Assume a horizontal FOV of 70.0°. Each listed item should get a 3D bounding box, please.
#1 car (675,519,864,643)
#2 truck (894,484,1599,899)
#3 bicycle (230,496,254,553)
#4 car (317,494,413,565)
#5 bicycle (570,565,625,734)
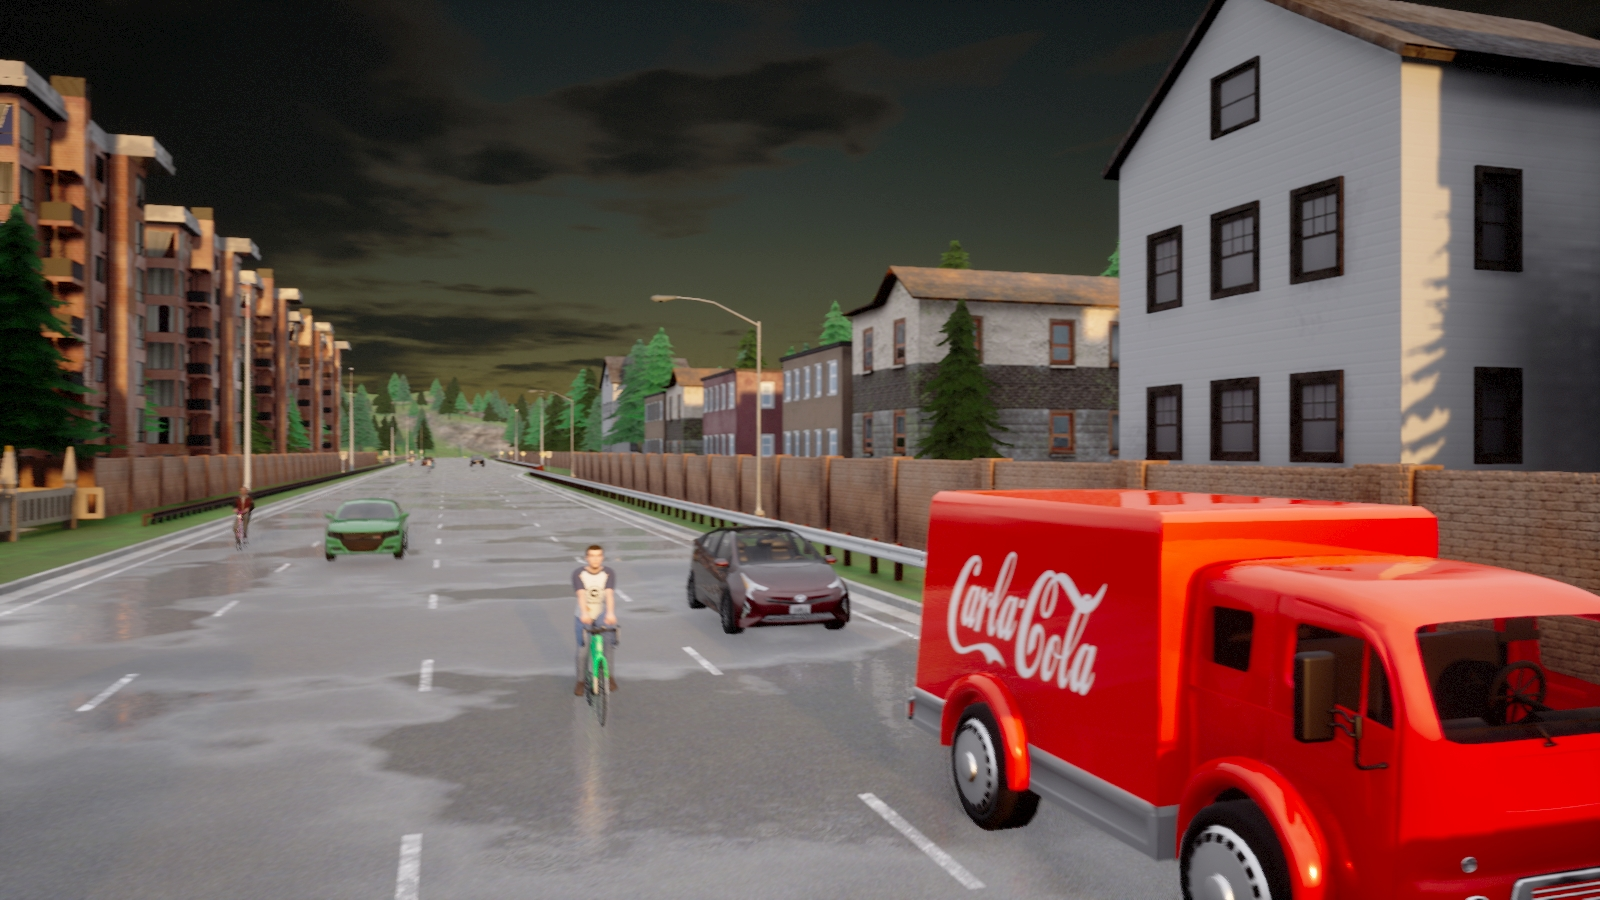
[{"bbox_3d":[-0.662,2.055,19.085,2.007,1.525,4.514,0,0,-17],"label":"car"},{"bbox_3d":[2.842,1.570,7.758,2.627,2.467,5.204,0,1,-17],"label":"truck"},{"bbox_3d":[-15.688,2.071,32.141,0.329,1.471,1.835,0,0,-17],"label":"bicycle"},{"bbox_3d":[-11.594,2.048,30.734,2.097,1.535,5.006,0,0,-17],"label":"car"},{"bbox_3d":[-2.175,2.065,12.157,0.373,1.496,1.643,0,0,-17],"label":"bicycle"}]
